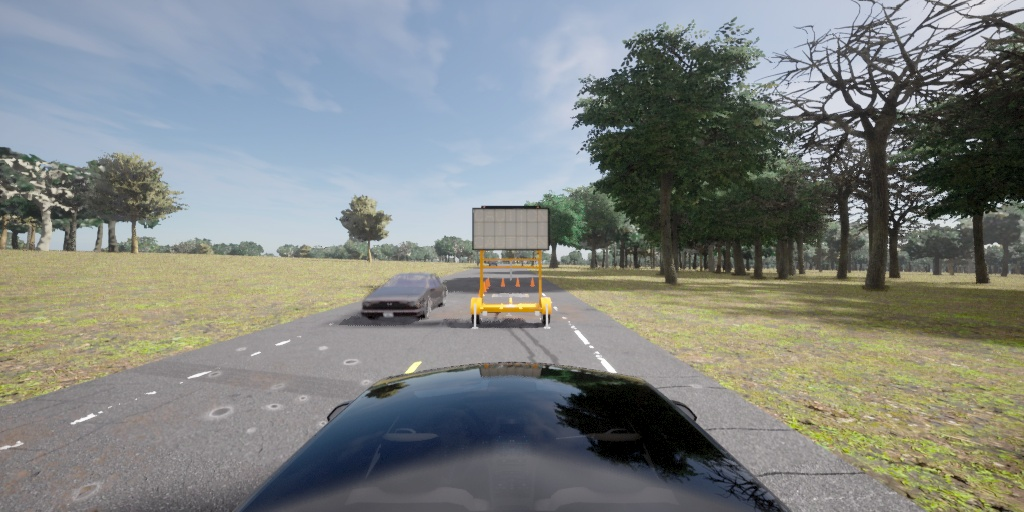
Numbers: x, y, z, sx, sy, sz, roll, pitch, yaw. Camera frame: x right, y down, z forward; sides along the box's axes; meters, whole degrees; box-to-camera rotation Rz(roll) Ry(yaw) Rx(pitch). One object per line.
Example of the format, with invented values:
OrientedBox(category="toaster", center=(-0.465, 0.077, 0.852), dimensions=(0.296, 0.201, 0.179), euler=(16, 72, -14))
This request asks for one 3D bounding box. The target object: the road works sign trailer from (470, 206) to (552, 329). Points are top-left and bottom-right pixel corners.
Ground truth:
OrientedBox(category="road works sign trailer", center=(-0.036, 0.226, 11.298), dimensions=(2.380, 3.560, 2.880), euler=(0, 0, 0))

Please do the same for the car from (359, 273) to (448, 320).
OrientedBox(category="car", center=(-3.552, 1.313, 12.934), dimensions=(2.033, 1.411, 5.357), euler=(0, 0, 0))
